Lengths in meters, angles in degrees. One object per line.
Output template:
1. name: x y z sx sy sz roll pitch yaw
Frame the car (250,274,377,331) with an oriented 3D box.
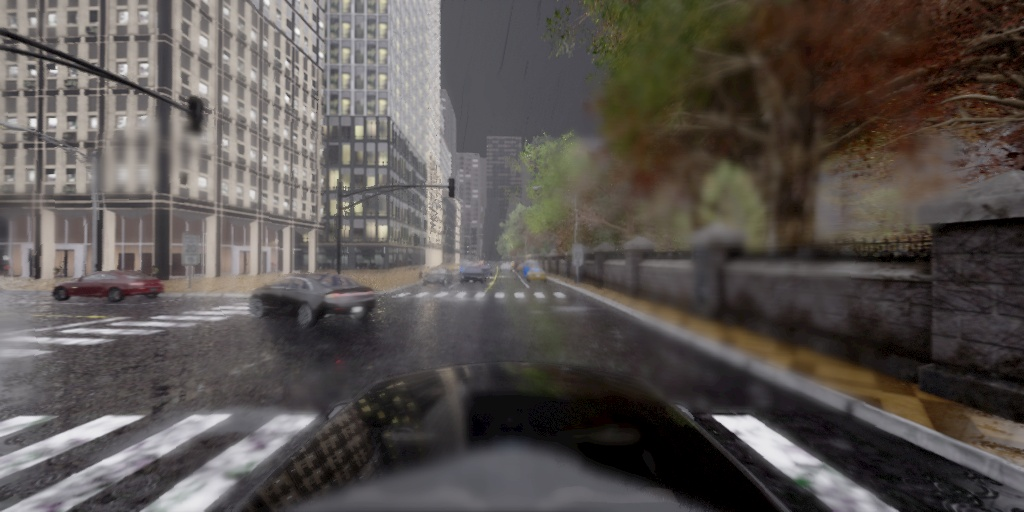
1. car: -6.361 1.305 11.350 4.902 1.511 2.128 0 -1 32

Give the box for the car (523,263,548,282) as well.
1. car: 2.307 1.647 33.285 1.751 1.417 4.829 0 0 -1

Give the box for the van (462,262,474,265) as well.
1. van: -6.054 1.657 49.449 1.690 1.789 3.998 0 0 -1

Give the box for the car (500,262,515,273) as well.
1. car: -0.811 1.932 57.633 1.812 1.442 4.674 0 -1 -2

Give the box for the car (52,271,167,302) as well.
1. car: -17.994 1.317 16.135 4.207 1.307 1.802 0 0 4

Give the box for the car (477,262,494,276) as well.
1. car: -3.387 1.842 47.706 2.033 1.411 5.357 0 -1 -1

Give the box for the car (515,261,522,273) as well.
1. car: 1.816 1.904 55.456 1.751 1.417 4.829 0 0 -2

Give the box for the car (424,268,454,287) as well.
1. car: -5.485 1.609 27.273 2.007 1.370 4.403 0 0 -1

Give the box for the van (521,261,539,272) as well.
1. van: 2.211 1.527 38.658 1.690 1.789 3.998 0 0 -1

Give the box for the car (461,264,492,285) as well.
1. car: -3.061 1.635 29.947 2.033 1.411 5.357 0 -1 -1
